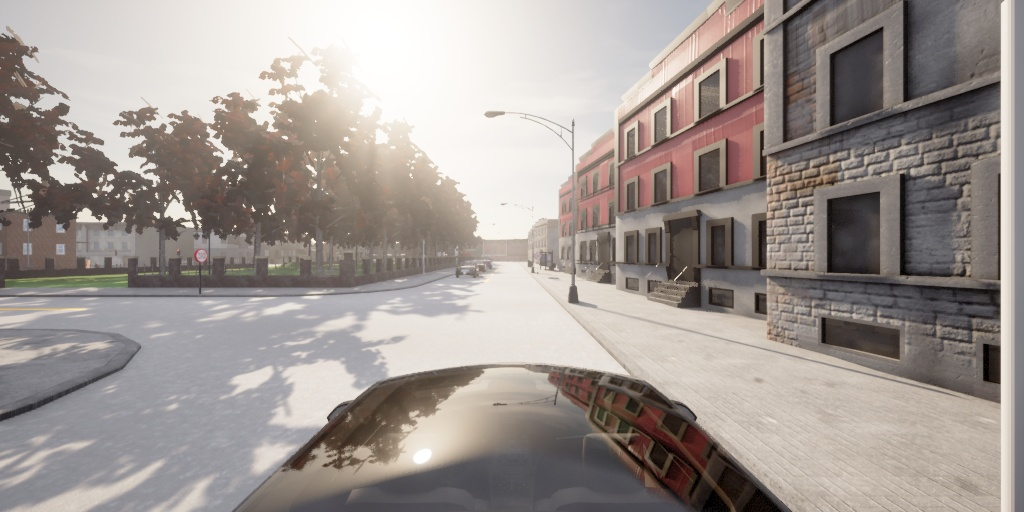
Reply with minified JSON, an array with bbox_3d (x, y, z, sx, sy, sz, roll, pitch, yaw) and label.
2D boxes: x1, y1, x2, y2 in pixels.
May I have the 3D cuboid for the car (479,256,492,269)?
[{"bbox_3d":[-4.198,0.970,55.063,2.150,2.045,5.566,0,0,0],"label":"car"}]

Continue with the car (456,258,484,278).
[{"bbox_3d":[-4.179,1.241,34.182,2.128,1.511,4.902,0,0,0],"label":"car"}]

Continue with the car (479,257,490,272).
[{"bbox_3d":[-4.199,1.228,44.330,1.882,1.535,5.008,0,0,0],"label":"car"}]
